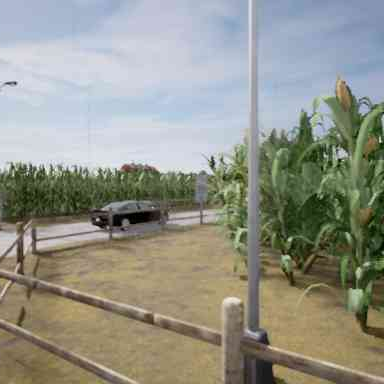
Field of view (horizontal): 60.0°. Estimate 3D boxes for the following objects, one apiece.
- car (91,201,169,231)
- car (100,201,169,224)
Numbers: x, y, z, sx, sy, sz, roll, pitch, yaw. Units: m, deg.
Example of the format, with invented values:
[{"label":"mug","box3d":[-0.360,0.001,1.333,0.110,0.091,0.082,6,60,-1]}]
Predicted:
[{"label":"car","box3d":[-3.389,1.250,19.047,1.882,1.535,5.008,0,1,36]},{"label":"car","box3d":[-3.879,1.340,23.266,1.895,1.301,4.718,0,1,36]}]
